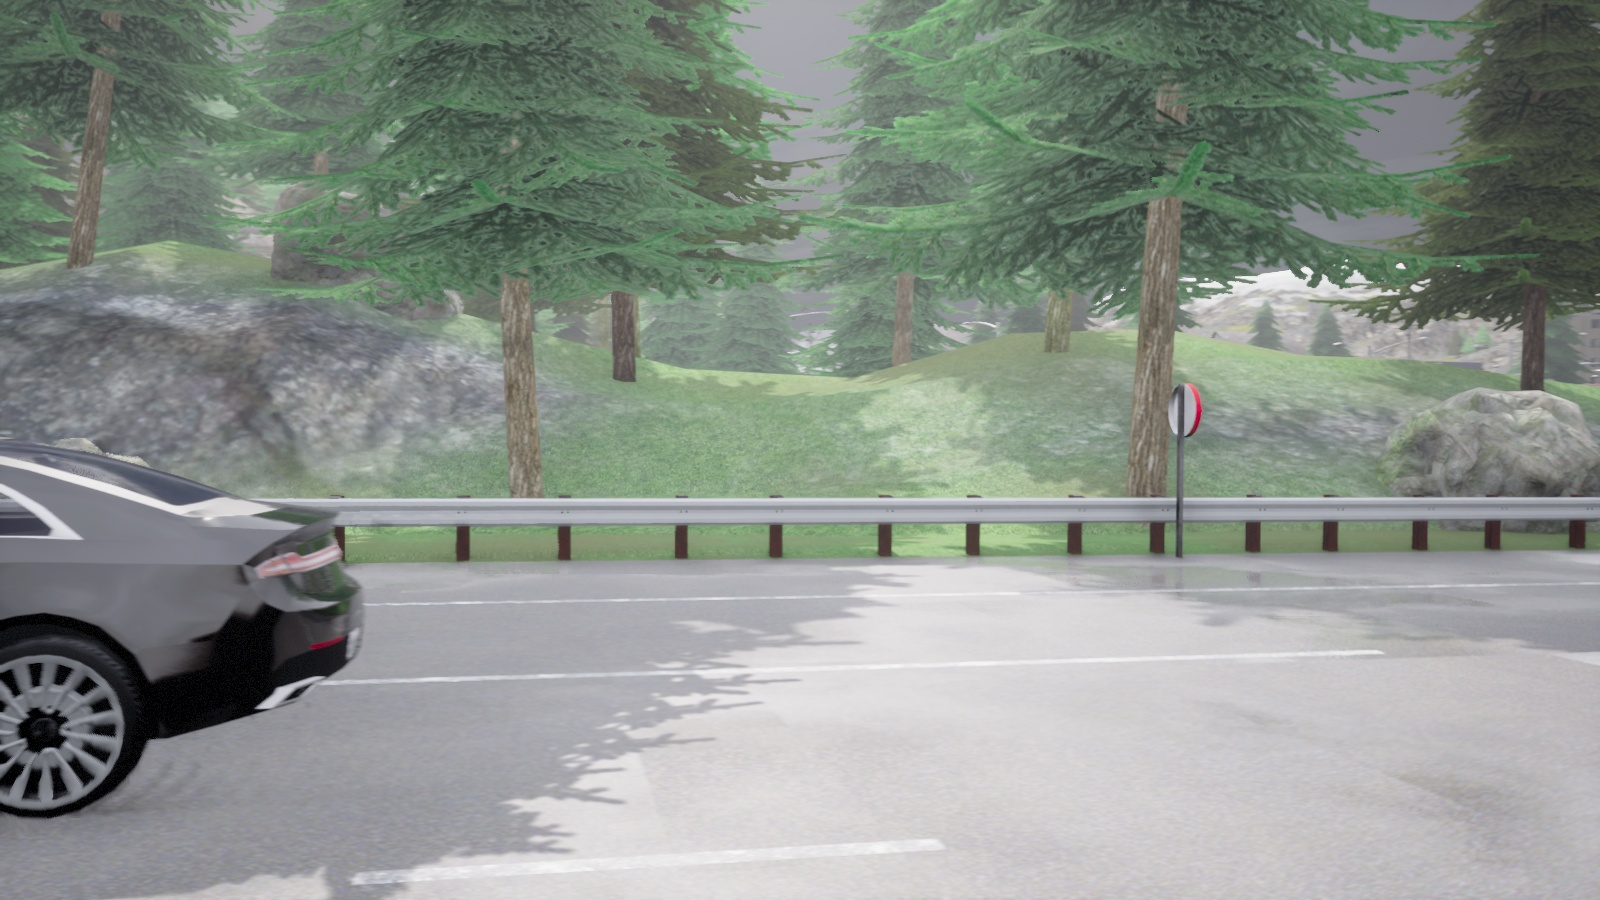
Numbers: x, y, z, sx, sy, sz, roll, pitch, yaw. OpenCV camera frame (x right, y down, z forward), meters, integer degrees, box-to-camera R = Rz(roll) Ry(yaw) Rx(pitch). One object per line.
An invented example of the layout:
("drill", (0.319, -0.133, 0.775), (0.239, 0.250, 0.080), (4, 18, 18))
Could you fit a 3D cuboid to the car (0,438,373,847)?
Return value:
("car", (-4.562, 0.731, 5.436), (4.902, 1.511, 2.128), (-1, 1, -12))
